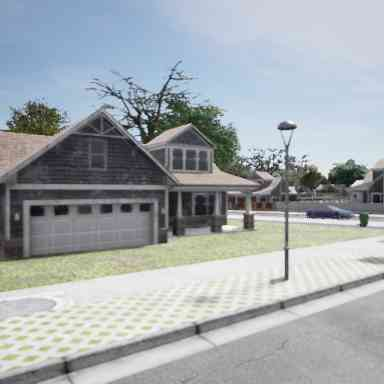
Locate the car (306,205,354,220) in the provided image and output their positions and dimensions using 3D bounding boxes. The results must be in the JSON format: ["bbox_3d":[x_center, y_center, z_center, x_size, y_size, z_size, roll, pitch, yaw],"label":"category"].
[{"bbox_3d":[13.594,2.049,33.022,1.812,1.442,4.674,0,-1,-35],"label":"car"}]
